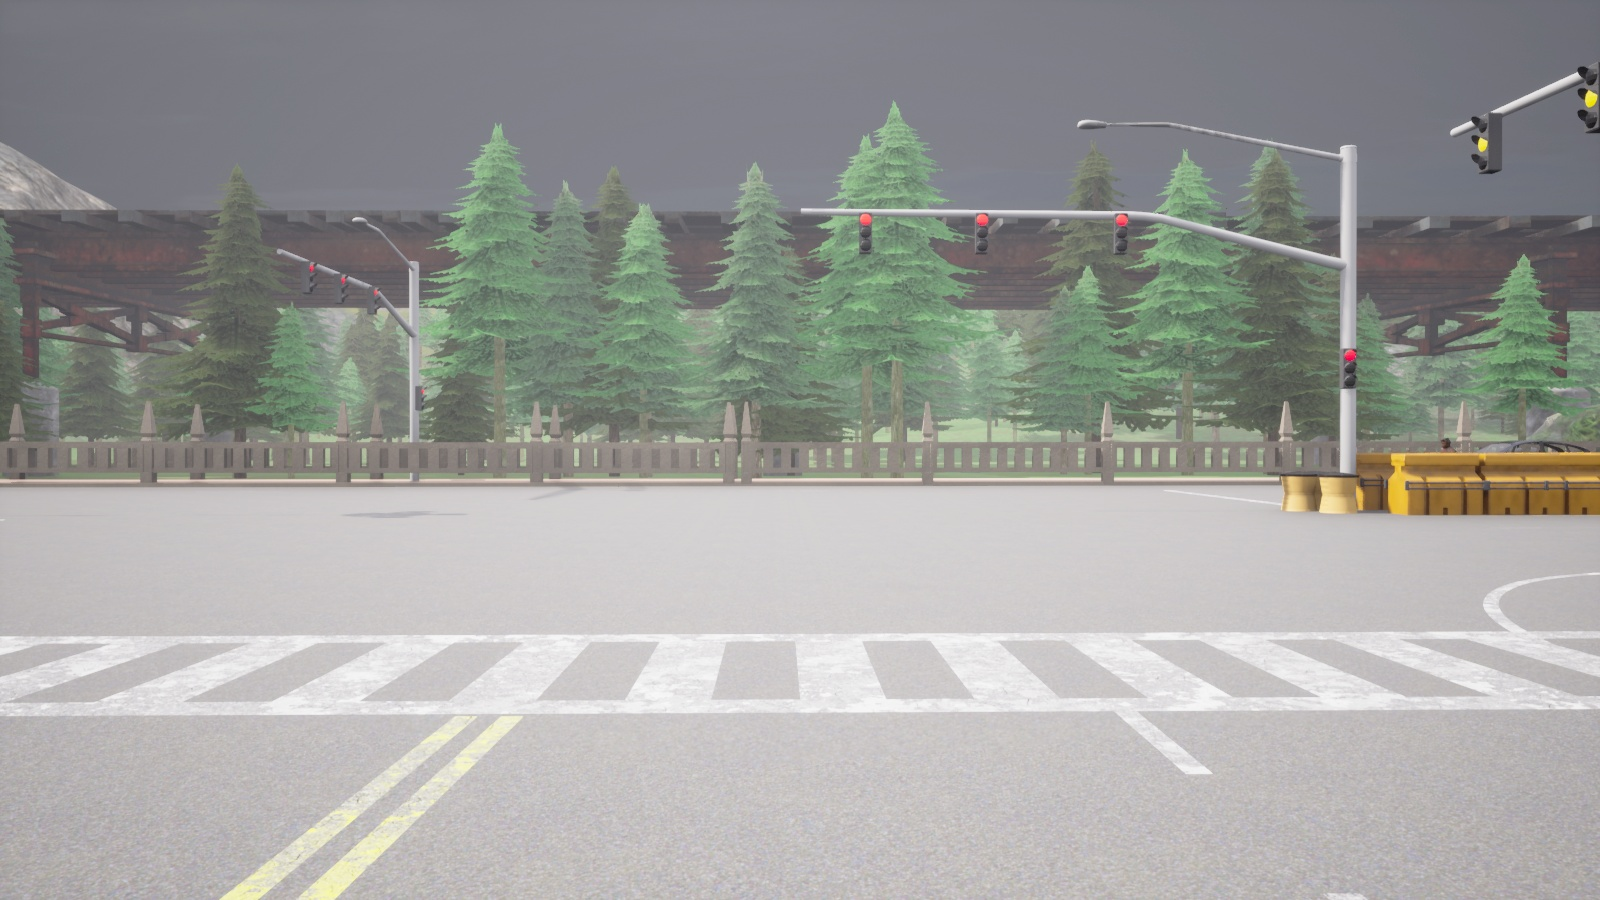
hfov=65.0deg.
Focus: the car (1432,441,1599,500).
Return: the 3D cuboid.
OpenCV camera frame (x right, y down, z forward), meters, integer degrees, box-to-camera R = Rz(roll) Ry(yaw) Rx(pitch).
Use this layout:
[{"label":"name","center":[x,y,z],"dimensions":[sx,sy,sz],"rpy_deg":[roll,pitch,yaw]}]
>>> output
[{"label":"car","center":[19.571,0.547,34.279],"dimensions":[3.705,1.549,1.789],"rpy_deg":[0,0,-1]}]
